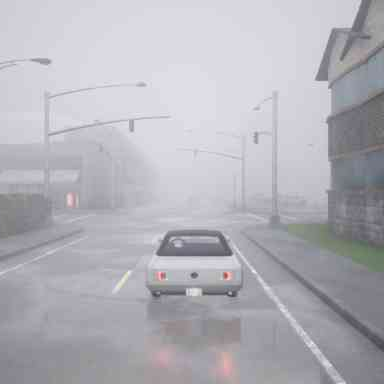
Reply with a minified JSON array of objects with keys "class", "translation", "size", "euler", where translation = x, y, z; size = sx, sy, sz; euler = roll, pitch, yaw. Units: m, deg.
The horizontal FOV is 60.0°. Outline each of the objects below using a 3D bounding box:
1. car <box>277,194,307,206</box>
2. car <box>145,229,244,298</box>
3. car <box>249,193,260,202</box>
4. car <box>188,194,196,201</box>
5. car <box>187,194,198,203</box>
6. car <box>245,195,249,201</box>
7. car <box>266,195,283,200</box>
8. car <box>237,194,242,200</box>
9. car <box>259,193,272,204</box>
[{"class":"car","translation":[14.497,1.248,48.066],"size":[3.806,1.475,1.970],"euler":[0,0,0]},{"class":"car","translation":[0.061,1.601,8.502],"size":[1.895,1.301,4.718],"euler":[0,0,0]},{"class":"car","translation":[14.174,1.092,67.278],"size":[3.866,1.878,1.905],"euler":[0,0,0]},{"class":"car","translation":[0.013,1.355,82.328],"size":[2.097,1.767,4.553],"euler":[0,0,0]},{"class":"car","translation":[0.117,1.351,68.355],"size":[2.097,1.767,4.553],"euler":[0,0,-2]},{"class":"car","translation":[13.762,1.113,70.184],"size":[4.605,1.855,1.932],"euler":[0,0,0]},{"class":"car","translation":[21.320,1.399,85.787],"size":[3.806,1.475,1.970],"euler":[0,0,0]},{"class":"car","translation":[13.900,1.389,88.767],"size":[3.633,1.501,1.845],"euler":[0,0,0]},{"class":"car","translation":[14.173,1.169,54.484],"size":[5.027,1.636,2.152],"euler":[0,0,0]}]
